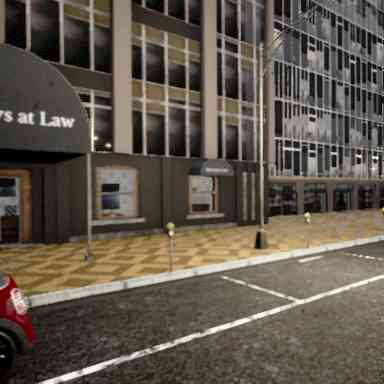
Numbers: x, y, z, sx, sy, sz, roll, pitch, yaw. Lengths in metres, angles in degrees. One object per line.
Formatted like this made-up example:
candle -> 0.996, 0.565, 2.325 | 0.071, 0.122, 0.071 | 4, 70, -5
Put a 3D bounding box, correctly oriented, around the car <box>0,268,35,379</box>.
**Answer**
car -> -4.093, 1.449, 3.644 | 4.097, 1.590, 1.967 | 0, 0, -35
